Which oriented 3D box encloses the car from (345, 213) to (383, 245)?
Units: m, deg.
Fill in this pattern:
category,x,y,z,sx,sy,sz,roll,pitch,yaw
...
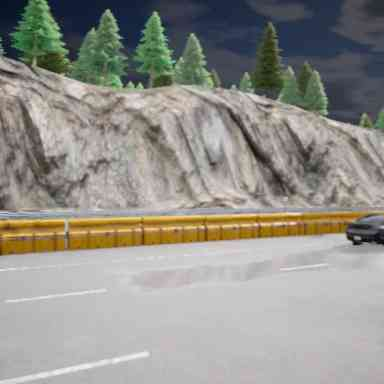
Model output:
category,x,y,z,sx,sy,sz,roll,pitch,yaw
car,9.234,1.718,15.232,4.892,1.490,1.837,0,-1,-26
